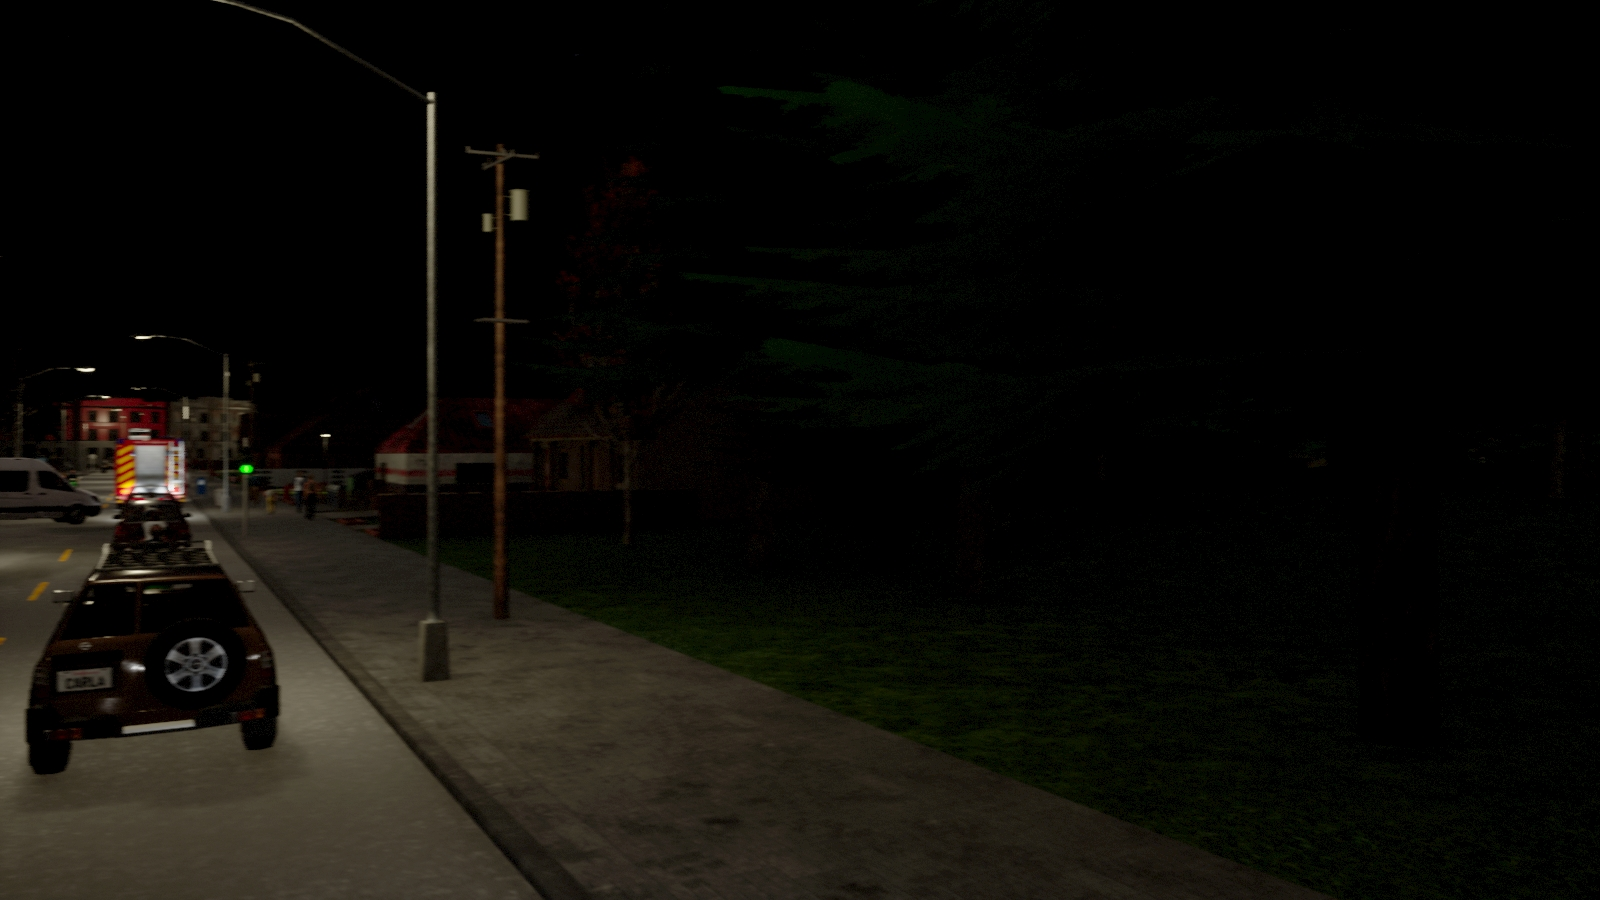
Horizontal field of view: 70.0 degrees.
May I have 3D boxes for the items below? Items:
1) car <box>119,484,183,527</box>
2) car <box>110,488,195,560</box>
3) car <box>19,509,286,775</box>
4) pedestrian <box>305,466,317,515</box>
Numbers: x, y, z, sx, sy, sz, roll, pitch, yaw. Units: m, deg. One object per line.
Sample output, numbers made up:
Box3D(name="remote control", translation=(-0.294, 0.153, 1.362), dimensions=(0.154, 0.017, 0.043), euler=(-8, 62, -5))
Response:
Box3D(name="car", translation=(-23.395, 1.952, 41.206), dimensions=(1.895, 1.301, 4.718), euler=(0, 0, -30))
Box3D(name="car", translation=(-16.441, 1.818, 29.027), dimensions=(1.789, 1.549, 3.705), euler=(0, 0, -30))
Box3D(name="car", translation=(-6.475, 1.648, 11.525), dimensions=(1.932, 1.855, 4.605), euler=(0, 0, -29))
Box3D(name="pedestrian", translation=(-18.783, 1.540, 43.862), dimensions=(0.375, 1.860, 0.375), euler=(0, 0, -32))
